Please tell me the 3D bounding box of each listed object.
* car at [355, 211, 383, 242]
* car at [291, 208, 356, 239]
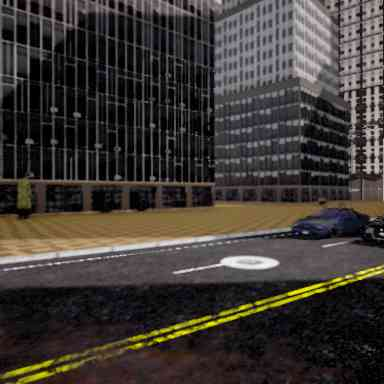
[{"bbox_3d":[9.459,1.555,14.970,4.181,1.385,1.994,0,0,-38],"label":"car"},{"bbox_3d":[7.509,1.543,17.545,5.357,1.411,2.033,0,0,-38],"label":"car"}]
